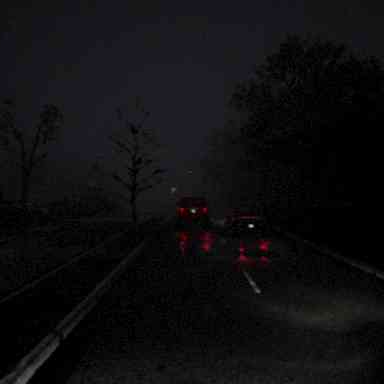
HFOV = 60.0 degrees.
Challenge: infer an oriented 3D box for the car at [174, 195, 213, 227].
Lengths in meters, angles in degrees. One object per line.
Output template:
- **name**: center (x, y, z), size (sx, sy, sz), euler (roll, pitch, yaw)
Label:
- **car**: center (0.088, 1.323, 23.709), size (2.150, 2.045, 5.566), euler (0, -1, 0)

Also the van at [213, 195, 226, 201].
- **van**: center (7.247, 1.722, 94.251), size (4.442, 1.987, 1.878), euler (1, 0, -14)

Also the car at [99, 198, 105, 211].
- **car**: center (-13.784, 1.799, 41.791), size (4.674, 1.452, 2.002), euler (-1, 0, -20)

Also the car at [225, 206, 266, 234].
- **car**: center (3.095, 1.567, 19.826), size (2.128, 1.511, 4.902), euler (0, 0, 0)

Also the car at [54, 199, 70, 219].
- **car**: center (-13.814, 1.645, 29.787), size (4.892, 1.521, 2.231), euler (-1, -1, -20)

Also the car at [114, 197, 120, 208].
- **car**: center (-13.734, 1.567, 47.826), size (5.566, 2.045, 2.435), euler (-1, -1, -20)

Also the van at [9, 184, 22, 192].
- **van**: center (-43.174, -0.908, 82.574), size (1.878, 1.987, 4.442), euler (7, -3, -19)

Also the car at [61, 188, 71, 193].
- **car**: center (-31.191, 0.157, 82.580), size (2.435, 2.045, 5.566), euler (6, -3, -19)

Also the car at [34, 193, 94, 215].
- **car**: center (-13.832, 1.449, 35.777), size (5.566, 2.045, 2.435), euler (-1, 0, -20)

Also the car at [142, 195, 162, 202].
- **car**: center (-11.480, 2.016, 91.646), size (4.792, 1.488, 2.163), euler (-1, 0, -15)

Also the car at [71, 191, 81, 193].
- **car**: center (-28.196, 0.719, 82.516), size (2.002, 1.452, 4.674), euler (6, -3, -19)

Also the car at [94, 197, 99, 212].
- **car**: center (-13.972, 1.728, 38.725), size (5.366, 1.575, 1.946), euler (-1, 0, -20)

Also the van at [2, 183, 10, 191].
- **van**: center (-46.190, -1.181, 82.604), size (1.878, 1.987, 4.442), euler (7, -3, -19)

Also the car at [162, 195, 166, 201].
- **car**: center (-10.836, 1.997, 94.638), size (5.366, 1.575, 1.946), euler (-1, -1, -15)

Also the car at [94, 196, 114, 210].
- **car**: center (-13.805, 1.537, 44.790), size (5.566, 2.045, 2.435), euler (-1, 0, -20)

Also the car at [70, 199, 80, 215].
- **car**: center (-13.830, 1.700, 32.771), size (4.792, 1.488, 2.163), euler (-1, 0, -20)

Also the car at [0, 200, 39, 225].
- **car**: center (-13.780, 1.468, 23.792), size (4.553, 1.767, 2.185), euler (-1, 0, -20)

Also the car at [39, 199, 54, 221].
- **car**: center (-13.841, 1.493, 26.778), size (4.553, 1.767, 2.185), euler (-1, -1, -20)

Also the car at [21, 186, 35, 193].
- **car**: center (-40.229, -0.409, 82.631), size (2.231, 1.521, 4.892), euler (6, -3, -19)

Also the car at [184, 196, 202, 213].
- **car**: center (0.112, 1.489, 41.859), size (2.150, 2.045, 5.566), euler (0, -1, 0)
